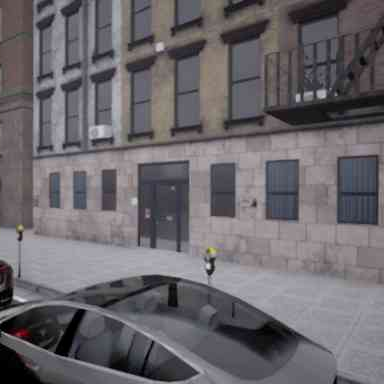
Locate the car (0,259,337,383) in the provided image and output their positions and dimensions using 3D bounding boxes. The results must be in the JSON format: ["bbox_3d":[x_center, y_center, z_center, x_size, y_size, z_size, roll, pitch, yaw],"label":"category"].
[{"bbox_3d":[-0.798,1.559,3.385,4.313,1.339,1.947,0,0,36],"label":"car"}]
